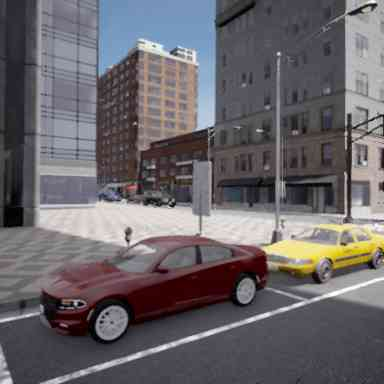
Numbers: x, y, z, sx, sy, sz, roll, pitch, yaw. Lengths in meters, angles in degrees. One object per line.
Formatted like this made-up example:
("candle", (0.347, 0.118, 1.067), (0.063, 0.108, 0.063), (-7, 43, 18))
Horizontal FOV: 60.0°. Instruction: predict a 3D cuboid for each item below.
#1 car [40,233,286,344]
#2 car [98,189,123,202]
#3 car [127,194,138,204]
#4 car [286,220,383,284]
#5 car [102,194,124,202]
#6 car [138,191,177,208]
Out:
("car", (-0.474, 1.543, 6.420), (4.507, 1.381, 1.887), (0, 1, -36))
("car", (-13.483, 0.457, 54.099), (2.150, 2.045, 5.566), (1, 0, -35))
("car", (-8.669, 1.106, 52.557), (1.812, 1.442, 4.674), (1, 0, -35))
("car", (3.965, 1.522, 9.589), (4.829, 1.417, 1.752), (0, 1, -36))
("car", (-14.419, 1.037, 60.619), (2.033, 1.411, 5.357), (1, 0, -35))
("car", (-4.075, 0.885, 40.591), (2.150, 2.045, 5.566), (1, 0, -35))
